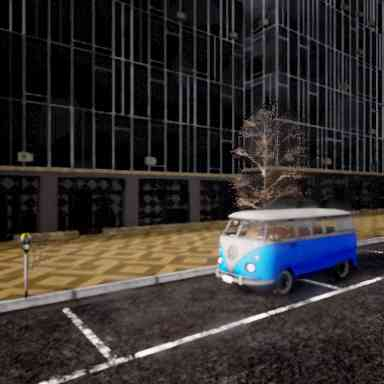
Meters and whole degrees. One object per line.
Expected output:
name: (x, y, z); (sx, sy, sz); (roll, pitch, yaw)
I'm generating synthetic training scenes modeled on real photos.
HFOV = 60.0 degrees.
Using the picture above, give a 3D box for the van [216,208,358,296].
van: (2.465, 1.328, 8.331); (3.998, 1.788, 1.690); (0, 0, -36)
